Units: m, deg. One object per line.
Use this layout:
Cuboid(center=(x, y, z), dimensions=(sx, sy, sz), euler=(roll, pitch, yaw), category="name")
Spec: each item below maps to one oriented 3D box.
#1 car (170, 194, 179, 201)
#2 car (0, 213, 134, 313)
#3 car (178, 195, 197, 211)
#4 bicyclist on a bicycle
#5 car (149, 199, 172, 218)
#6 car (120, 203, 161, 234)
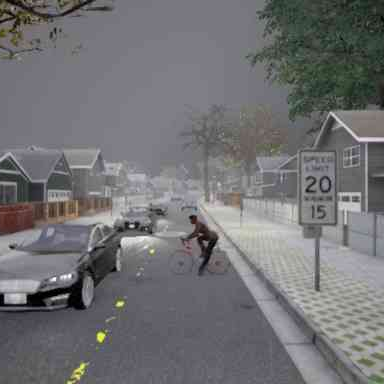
Cuboid(center=(-3.265, 1.190, 67.270), dimensions=(1.882, 1.535, 5.008), euler=(0, 0, 2), category="car")
Cuboid(center=(-2.925, 1.486, 7.907), dimensions=(2.128, 1.511, 4.902), euler=(0, 0, -1), category="car")
Cuboid(center=(-0.332, 1.440, 39.197), dimensions=(2.033, 1.411, 5.357), euler=(0, 0, -1), category="car")
Cuboid(center=(0.192, 1.421, 8.833), dimensions=(1.656, 1.620, 0.582), euler=(0, 0, -1), category="bicyclist on a bicycle")
Cuboid(center=(-3.147, 1.535, 29.773), dimensions=(1.895, 1.301, 4.718), euler=(0, 0, 0), category="car")
Cuboid(center=(-3.043, 1.537, 18.670), dimensions=(1.994, 1.385, 4.181), euler=(0, 0, -1), category="car")
